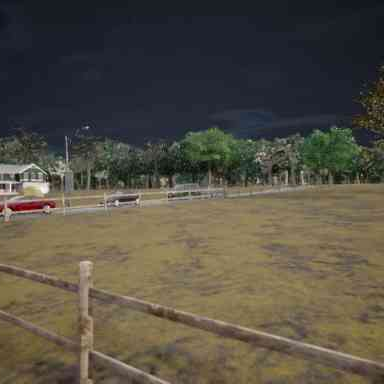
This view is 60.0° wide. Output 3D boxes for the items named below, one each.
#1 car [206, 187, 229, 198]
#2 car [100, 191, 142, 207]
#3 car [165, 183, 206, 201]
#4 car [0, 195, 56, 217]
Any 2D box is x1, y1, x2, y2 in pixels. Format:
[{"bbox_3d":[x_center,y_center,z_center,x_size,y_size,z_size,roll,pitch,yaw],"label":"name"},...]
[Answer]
[{"bbox_3d":[3.240,0.064,43.833,1.994,1.385,4.181,-3,1,36],"label":"car"},{"bbox_3d":[-7.240,0.656,34.208,1.837,1.490,4.892,-3,1,36],"label":"car"},{"bbox_3d":[-1.071,-0.041,42.864,2.150,2.045,5.566,-3,1,36],"label":"car"},{"bbox_3d":[-13.172,1.019,25.891,1.882,1.535,5.008,-3,1,35],"label":"car"}]
